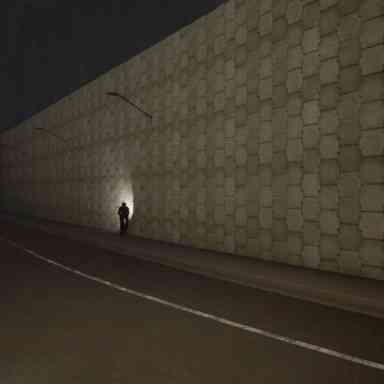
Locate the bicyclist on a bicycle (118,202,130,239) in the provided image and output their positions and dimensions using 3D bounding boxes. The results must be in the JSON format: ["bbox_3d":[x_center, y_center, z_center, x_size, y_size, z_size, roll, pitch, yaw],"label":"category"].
[{"bbox_3d":[-3.164,1.308,15.471,0.582,1.620,1.656,0,0,-15],"label":"bicyclist on a bicycle"}]
